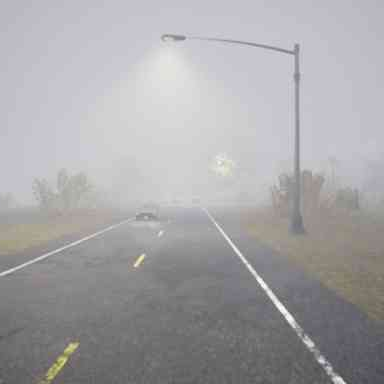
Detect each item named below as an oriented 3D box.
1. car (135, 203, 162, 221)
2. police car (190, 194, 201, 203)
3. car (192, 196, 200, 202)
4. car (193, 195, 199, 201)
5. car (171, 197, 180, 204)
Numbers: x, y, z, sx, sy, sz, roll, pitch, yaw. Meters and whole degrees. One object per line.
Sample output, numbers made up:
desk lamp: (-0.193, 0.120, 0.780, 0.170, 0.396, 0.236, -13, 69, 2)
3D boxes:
car: (-3.597, 1.646, 28.603, 2.033, 1.411, 5.357, 0, 0, 0)
police car: (1.055, 1.670, 77.151, 1.930, 1.638, 5.238, 0, 0, 0)
car: (1.056, 1.750, 87.043, 1.882, 1.535, 5.008, 0, 0, 0)
car: (1.056, 1.745, 93.234, 1.801, 1.575, 5.366, 0, 0, 0)
car: (-3.495, 1.816, 70.722, 1.895, 1.301, 4.718, 0, 0, 0)
